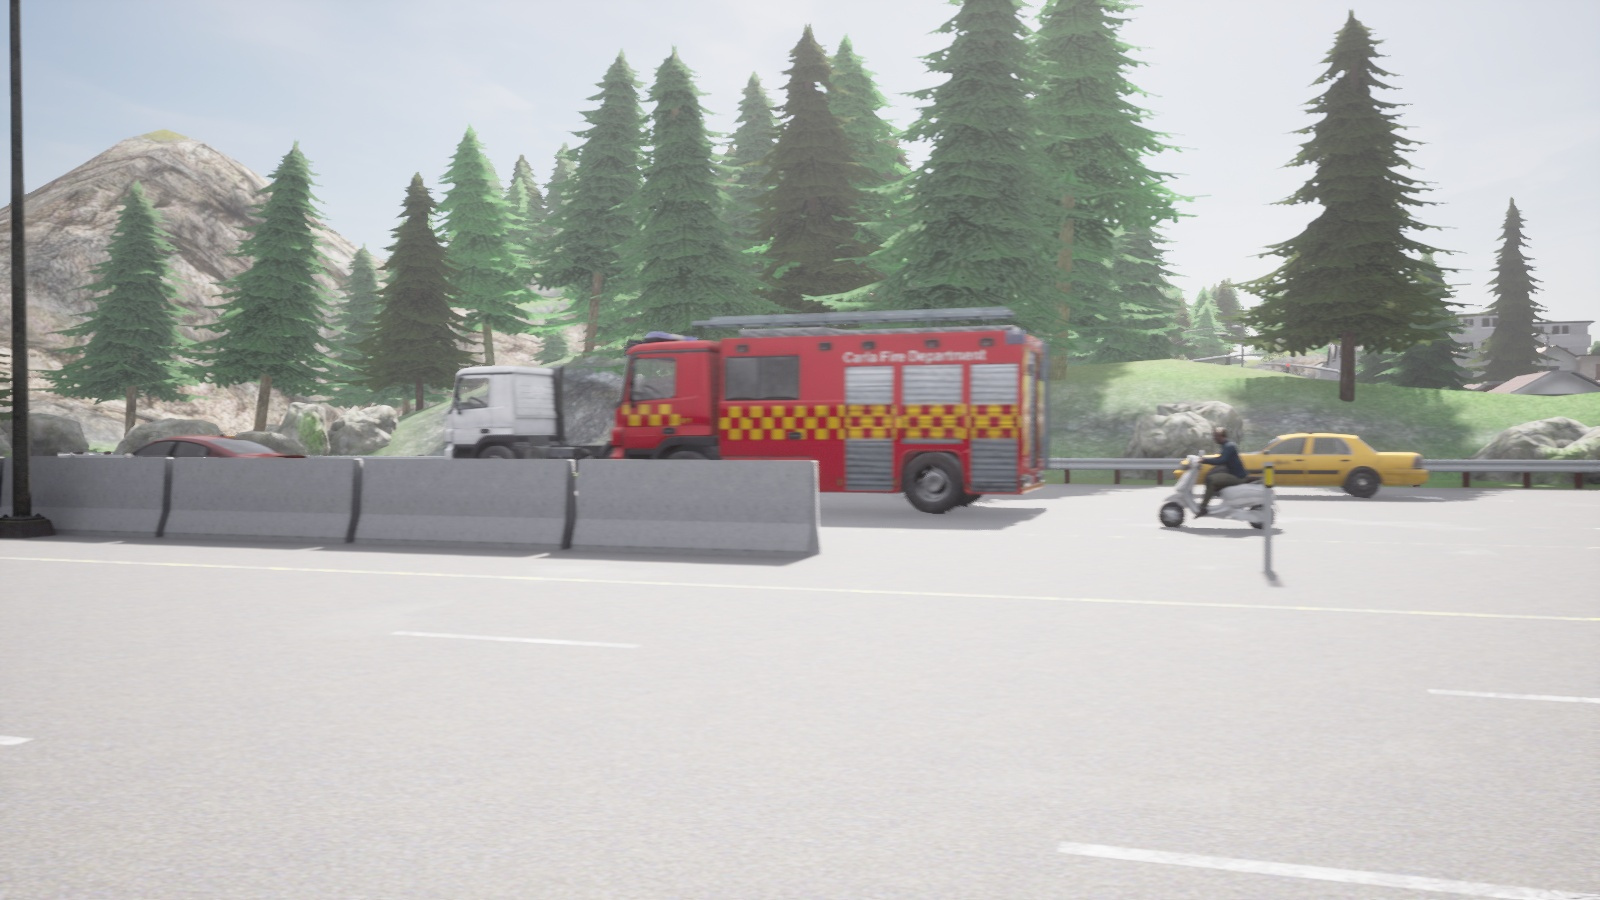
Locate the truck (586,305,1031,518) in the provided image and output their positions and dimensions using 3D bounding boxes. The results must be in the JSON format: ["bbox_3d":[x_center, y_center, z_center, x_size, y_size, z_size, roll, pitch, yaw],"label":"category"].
[{"bbox_3d":[0.171,-0.742,25.274,8.468,3.827,2.891,1,1,19],"label":"truck"}]

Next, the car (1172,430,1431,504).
[{"bbox_3d":[11.396,0.345,28.898,5.366,1.575,1.801,1,1,19],"label":"car"}]

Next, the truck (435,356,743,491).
[{"bbox_3d":[-5.818,-0.733,34.676,7.936,3.462,2.891,1,1,19],"label":"truck"}]

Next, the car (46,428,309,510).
[{"bbox_3d":[-12.870,0.339,25.987,5.008,1.535,1.882,1,1,19],"label":"car"}]

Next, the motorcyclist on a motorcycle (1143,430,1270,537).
[{"bbox_3d":[6.309,0.491,19.532,1.817,1.590,0.866,1,1,19],"label":"motorcyclist on a motorcycle"}]
